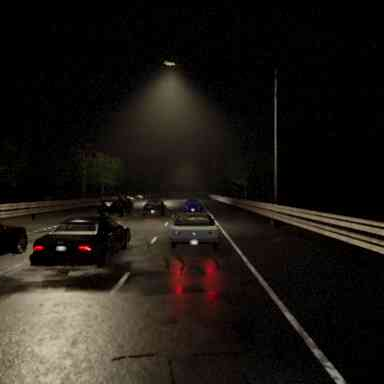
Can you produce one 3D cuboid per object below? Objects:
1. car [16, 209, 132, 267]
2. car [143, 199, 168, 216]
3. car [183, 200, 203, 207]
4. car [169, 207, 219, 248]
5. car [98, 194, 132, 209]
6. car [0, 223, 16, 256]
[{"bbox_3d":[-3.417,1.521,11.212,2.033,1.411,5.357,0,0,0],"label":"car"},{"bbox_3d":[-3.410,1.442,31.290,1.837,1.490,4.892,0,0,0],"label":"car"},{"bbox_3d":[0.091,1.461,32.319,1.812,1.442,4.674,0,0,0],"label":"car"},{"bbox_3d":[0.091,1.567,14.562,1.895,1.301,4.718,0,0,0],"label":"car"},{"bbox_3d":[-6.910,1.160,30.262,2.150,2.045,5.566,0,0,0],"label":"car"},{"bbox_3d":[-6.923,1.454,10.083,1.882,1.535,5.008,0,1,0],"label":"car"}]
